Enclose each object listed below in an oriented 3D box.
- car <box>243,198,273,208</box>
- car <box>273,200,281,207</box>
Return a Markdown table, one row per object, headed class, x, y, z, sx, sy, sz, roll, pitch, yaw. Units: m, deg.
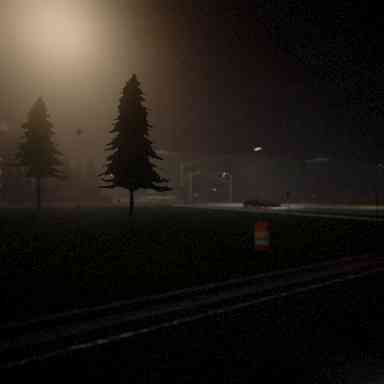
| class | x | y | z | sx | sy | sz | roll | pitch | yaw |
| --- | --- | --- | --- | --- | --- | --- | --- | --- | --- |
| car | 11.106 | 1.873 | 57.924 | 1.882 | 1.535 | 5.008 | 1 | -1 | -35 |
| car | 13.920 | 1.953 | 60.007 | 1.812 | 1.442 | 4.674 | 1 | -1 | -35 |
